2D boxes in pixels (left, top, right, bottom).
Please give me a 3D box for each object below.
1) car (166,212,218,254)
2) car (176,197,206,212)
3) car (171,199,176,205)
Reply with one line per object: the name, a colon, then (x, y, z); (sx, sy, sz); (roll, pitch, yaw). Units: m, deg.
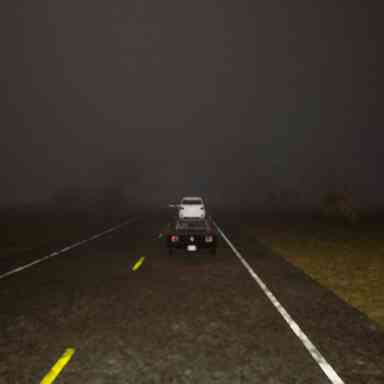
car: (0.003, 1.732, 14.104); (1.895, 1.301, 4.718); (0, 0, 0)
car: (0.002, 1.477, 29.013); (2.150, 2.045, 5.566); (0, 0, 0)
car: (-3.496, 2.115, 70.985); (2.033, 1.411, 5.357); (0, 0, 0)
